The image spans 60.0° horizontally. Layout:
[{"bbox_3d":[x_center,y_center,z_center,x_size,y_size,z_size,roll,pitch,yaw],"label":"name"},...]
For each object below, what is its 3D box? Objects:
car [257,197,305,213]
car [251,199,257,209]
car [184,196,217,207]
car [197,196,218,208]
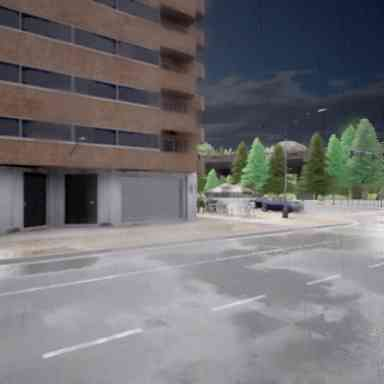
[{"bbox_3d":[9.502,1.269,34.888,2.097,1.767,4.553,0,0,-37],"label":"car"},{"bbox_3d":[9.478,1.394,40.813,1.882,1.535,5.008,0,0,-37],"label":"car"},{"bbox_3d":[1.273,1.424,50.829,4.902,1.511,2.128,0,0,43],"label":"car"},{"bbox_3d":[1.694,1.435,45.265,1.837,1.490,4.892,0,1,-39],"label":"car"}]
